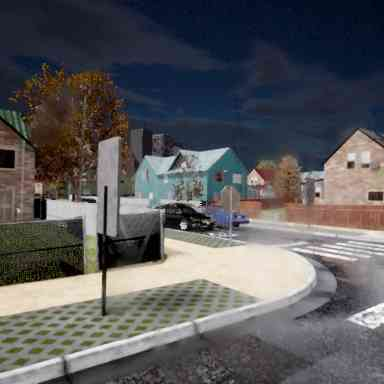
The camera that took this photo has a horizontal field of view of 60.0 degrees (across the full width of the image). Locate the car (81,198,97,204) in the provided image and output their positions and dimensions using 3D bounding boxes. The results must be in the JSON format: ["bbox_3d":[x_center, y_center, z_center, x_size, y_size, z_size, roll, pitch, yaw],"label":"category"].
[{"bbox_3d":[-10.142,1.359,32.675,1.837,1.490,4.892,2,-1,-37],"label":"car"}]

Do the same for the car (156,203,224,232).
[{"bbox_3d":[-0.576,1.422,19.812,1.837,1.490,4.892,2,-1,-37],"label":"car"}]

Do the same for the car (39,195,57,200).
[{"bbox_3d":[-19.972,1.155,46.047,1.994,1.385,4.181,2,-1,-37],"label":"car"}]

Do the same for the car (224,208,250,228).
[{"bbox_3d":[1.375,1.533,21.816,2.033,1.411,5.357,2,-1,-35],"label":"car"}]
